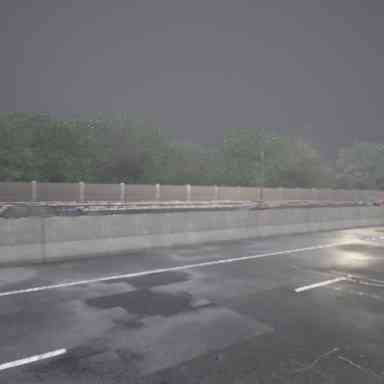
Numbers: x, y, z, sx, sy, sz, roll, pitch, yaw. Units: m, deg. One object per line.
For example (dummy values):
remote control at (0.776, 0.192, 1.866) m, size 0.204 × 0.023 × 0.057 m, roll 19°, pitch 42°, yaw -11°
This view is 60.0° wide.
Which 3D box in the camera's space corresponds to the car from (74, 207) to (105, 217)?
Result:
car at (-7.845, 1.590, 19.909) m, size 5.357 × 1.411 × 2.033 m, roll 1°, pitch 0°, yaw -36°

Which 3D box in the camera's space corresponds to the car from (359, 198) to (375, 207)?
car at (29.936, 1.875, 55.709) m, size 4.553 × 1.767 × 2.097 m, roll 1°, pitch 0°, yaw -35°

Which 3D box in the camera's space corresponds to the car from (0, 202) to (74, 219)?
car at (-8.194, 1.369, 15.352) m, size 4.553 × 1.767 × 2.097 m, roll 0°, pitch 0°, yaw -36°

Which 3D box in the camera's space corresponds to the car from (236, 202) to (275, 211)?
car at (6.672, 1.744, 34.576) m, size 4.674 × 1.442 × 1.812 m, roll 1°, pitch 0°, yaw -35°

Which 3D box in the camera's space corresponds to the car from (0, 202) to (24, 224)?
car at (-14.776, 1.504, 23.554) m, size 4.902 × 1.511 × 2.128 m, roll 1°, pitch 0°, yaw -36°

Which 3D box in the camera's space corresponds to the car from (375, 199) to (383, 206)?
car at (31.894, 1.744, 52.809) m, size 5.566 × 2.045 × 2.150 m, roll 1°, pitch 0°, yaw -35°
